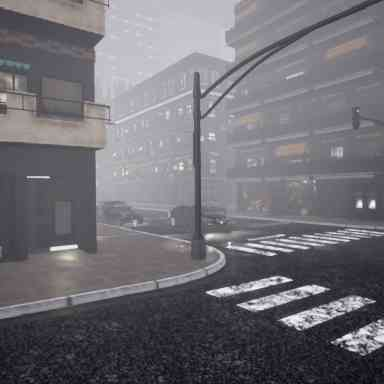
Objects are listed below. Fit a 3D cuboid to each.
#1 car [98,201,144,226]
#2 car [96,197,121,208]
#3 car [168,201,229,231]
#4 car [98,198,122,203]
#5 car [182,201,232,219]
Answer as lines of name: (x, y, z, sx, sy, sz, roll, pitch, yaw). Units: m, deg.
car: (-5.161, 1.632, 24.557, 1.947, 1.339, 4.313, -1, 1, -36)
car: (-11.915, 1.520, 47.249, 1.887, 1.381, 4.507, -1, 1, -36)
car: (0.292, 1.534, 21.247, 1.837, 1.490, 4.892, -1, 1, -36)
car: (-7.052, 1.541, 31.352, 1.837, 1.490, 4.892, -1, 1, -36)
car: (1.212, 1.513, 29.190, 2.008, 1.369, 4.403, -1, 1, -36)
